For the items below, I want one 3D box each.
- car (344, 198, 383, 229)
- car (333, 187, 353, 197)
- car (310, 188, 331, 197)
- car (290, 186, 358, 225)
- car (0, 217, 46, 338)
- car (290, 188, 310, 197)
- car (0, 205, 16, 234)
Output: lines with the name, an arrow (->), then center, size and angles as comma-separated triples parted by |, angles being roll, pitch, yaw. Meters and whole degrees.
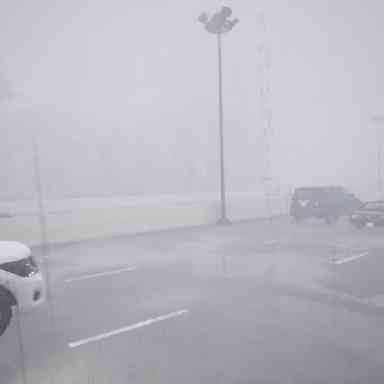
car -> 9.487, 1.064, 16.094 | 4.718, 1.301, 1.895 | -2, 1, -41
car -> 23.625, -0.031, 51.836 | 1.812, 1.442, 4.674 | -1, 1, 38
car -> 20.810, 0.042, 53.926 | 1.994, 1.385, 4.181 | -1, 1, 38
car -> 7.888, 0.666, 19.355 | 5.566, 2.045, 2.150 | -2, 1, -42
car -> -5.067, 1.271, 4.489 | 5.566, 2.045, 2.150 | -2, 1, -35
car -> 18.445, 0.055, 56.561 | 1.994, 1.385, 4.181 | -1, 1, 38
car -> -11.867, 1.520, 17.116 | 4.674, 1.442, 1.812 | -2, 1, -36
